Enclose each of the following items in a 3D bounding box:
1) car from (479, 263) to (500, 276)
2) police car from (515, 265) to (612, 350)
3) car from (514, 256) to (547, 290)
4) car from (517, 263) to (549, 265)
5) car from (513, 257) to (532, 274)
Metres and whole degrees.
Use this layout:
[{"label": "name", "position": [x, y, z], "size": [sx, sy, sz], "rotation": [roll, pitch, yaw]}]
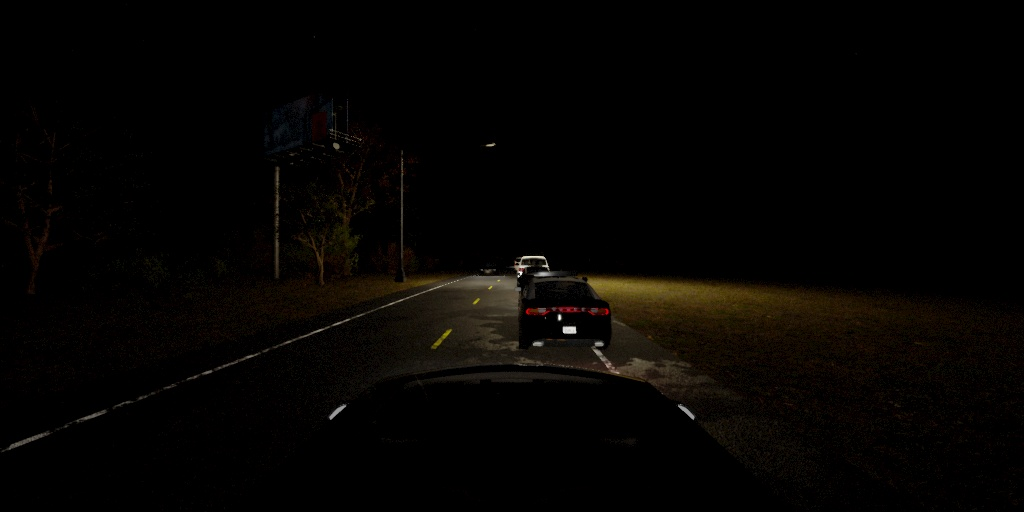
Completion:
[{"label": "car", "position": [-2.439, 1.452, 40.043], "size": [1.812, 1.442, 4.674], "rotation": [0, -1, 3]}, {"label": "police car", "position": [1.104, 1.184, 9.275], "size": [1.930, 1.638, 5.238], "rotation": [0, 0, 1]}, {"label": "car", "position": [1.461, 1.044, 25.140], "size": [2.150, 2.045, 5.566], "rotation": [0, 0, 2]}, {"label": "car", "position": [1.288, 1.296, 19.131], "size": [1.837, 1.490, 4.892], "rotation": [0, 0, 1]}, {"label": "car", "position": [1.423, 1.202, 46.485], "size": [2.150, 2.045, 5.566], "rotation": [0, 0, 4]}]
